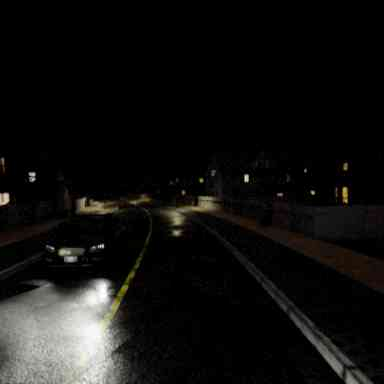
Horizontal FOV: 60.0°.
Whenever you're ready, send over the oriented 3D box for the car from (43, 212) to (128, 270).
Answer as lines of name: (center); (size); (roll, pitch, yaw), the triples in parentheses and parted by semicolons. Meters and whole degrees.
car: (-3.289, 1.468, 11.045); (2.128, 1.511, 4.902); (0, 0, -4)
